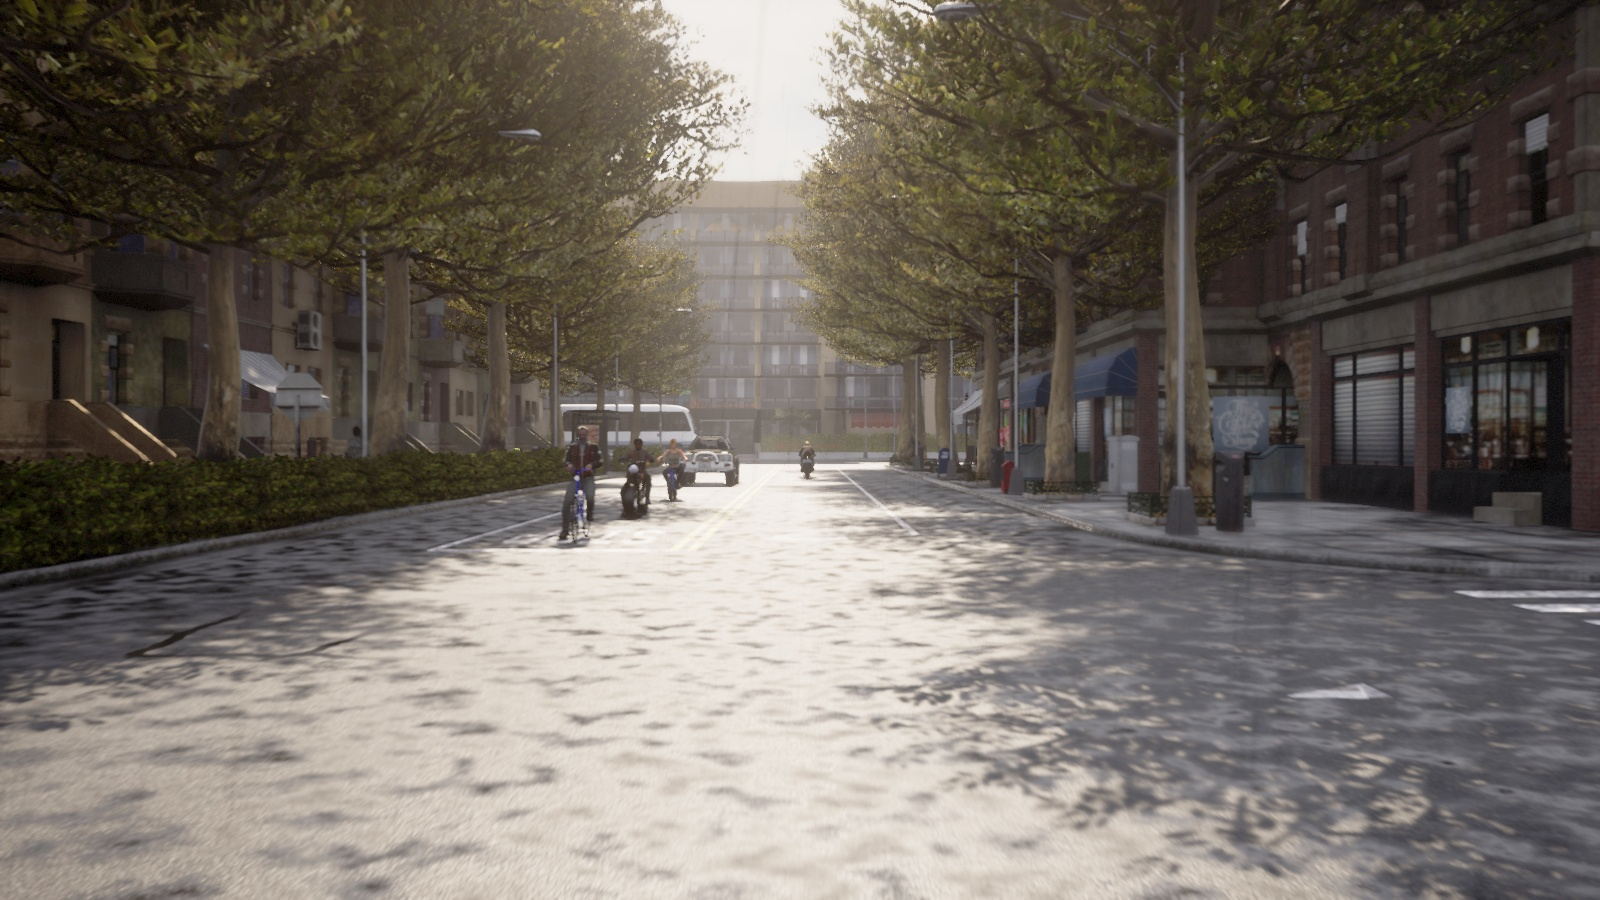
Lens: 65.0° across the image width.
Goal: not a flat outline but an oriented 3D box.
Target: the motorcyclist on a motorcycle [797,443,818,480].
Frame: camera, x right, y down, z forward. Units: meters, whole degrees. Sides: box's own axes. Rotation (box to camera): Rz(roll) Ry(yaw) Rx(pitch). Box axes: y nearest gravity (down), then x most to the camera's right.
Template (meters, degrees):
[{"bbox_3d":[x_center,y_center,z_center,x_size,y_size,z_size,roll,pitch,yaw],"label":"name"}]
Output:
[{"bbox_3d":[0.312,0.481,53.940,0.866,1.530,2.191,0,0,0],"label":"motorcyclist on a motorcycle"}]

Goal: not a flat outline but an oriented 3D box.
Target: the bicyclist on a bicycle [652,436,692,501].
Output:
[{"bbox_3d":[-3.301,0.494,32.474,0.866,1.612,1.509,0,-4,1],"label":"bicyclist on a bicycle"}]

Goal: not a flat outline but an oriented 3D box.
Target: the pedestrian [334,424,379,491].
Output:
[{"bbox_3d":[-12.438,0.197,35.220,0.874,1.855,0.900,0,0,7],"label":"pedestrian"}]

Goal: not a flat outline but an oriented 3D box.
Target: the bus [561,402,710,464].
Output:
[{"bbox_3d":[-11.660,-1.142,90.004,10.273,4.253,3.944,0,-2,-3],"label":"bus"}]

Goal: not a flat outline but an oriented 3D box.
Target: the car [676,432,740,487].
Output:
[{"bbox_3d":[-3.237,0.309,45.014,1.932,1.855,4.605,0,0,0],"label":"car"}]

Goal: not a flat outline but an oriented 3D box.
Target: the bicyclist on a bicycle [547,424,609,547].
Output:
[{"bbox_3d":[-3.341,0.508,19.052,0.659,1.776,1.843,0,0,-1],"label":"bicyclist on a bicycle"}]

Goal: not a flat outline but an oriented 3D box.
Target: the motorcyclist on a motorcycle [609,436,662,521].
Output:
[{"bbox_3d":[-3.344,0.551,25.661,0.766,1.649,2.350,0,0,0],"label":"motorcyclist on a motorcycle"}]
